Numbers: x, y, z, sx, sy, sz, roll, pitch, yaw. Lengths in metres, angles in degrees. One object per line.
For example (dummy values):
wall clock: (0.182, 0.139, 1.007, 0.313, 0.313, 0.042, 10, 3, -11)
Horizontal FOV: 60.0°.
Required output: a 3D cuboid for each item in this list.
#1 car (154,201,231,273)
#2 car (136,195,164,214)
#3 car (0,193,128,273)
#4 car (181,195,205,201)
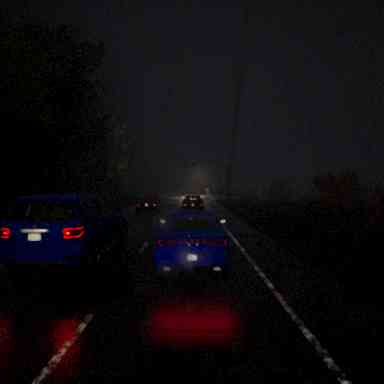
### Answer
car: (0.030, 1.272, 9.987, 1.882, 1.535, 5.008, 0, 1, 1)
car: (-3.422, 0.979, 27.632, 2.033, 1.411, 5.357, 0, 1, 0)
car: (-3.472, 1.018, 10.064, 2.150, 2.045, 5.566, 0, 2, 0)
car: (0.079, 0.978, 27.638, 2.033, 1.411, 5.357, 0, 1, 0)
